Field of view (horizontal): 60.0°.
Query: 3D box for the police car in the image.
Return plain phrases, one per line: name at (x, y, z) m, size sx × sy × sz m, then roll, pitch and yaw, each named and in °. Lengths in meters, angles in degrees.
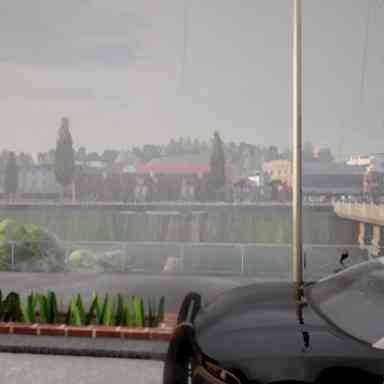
police car at (2.364, 1.374, 3.326) m, size 5.238 × 1.638 × 1.930 m, roll 0°, pitch 4°, yaw 5°
